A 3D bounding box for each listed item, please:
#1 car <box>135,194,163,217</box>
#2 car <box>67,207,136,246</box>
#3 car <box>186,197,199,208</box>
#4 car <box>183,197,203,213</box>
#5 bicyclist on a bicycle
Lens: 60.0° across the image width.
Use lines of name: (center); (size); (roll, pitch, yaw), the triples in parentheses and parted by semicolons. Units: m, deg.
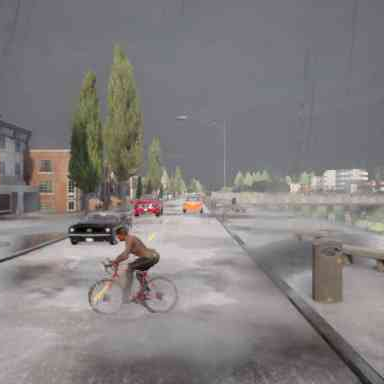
car: (-4.009, 1.223, 31.703); (2.150, 2.045, 5.566); (0, 0, 1)
car: (-4.065, 1.601, 15.428); (1.895, 1.301, 4.718); (0, 0, 0)
car: (0.110, 1.525, 48.185); (1.812, 1.442, 4.674); (0, 0, 0)
car: (0.114, 1.351, 37.827); (2.097, 1.767, 4.553); (0, 0, 0)
bicyclist on a bicycle: (-1.087, 1.450, 6.075); (1.656, 1.620, 0.582); (-2, 0, 0)
